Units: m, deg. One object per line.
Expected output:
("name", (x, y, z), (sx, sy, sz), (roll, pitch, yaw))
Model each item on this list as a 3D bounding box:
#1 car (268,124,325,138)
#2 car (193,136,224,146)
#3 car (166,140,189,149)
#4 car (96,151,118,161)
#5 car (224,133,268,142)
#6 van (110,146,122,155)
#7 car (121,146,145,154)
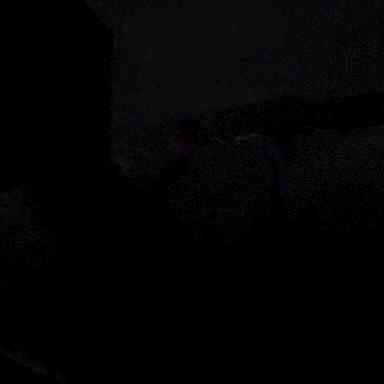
("car", (9.203, -4.910, 27.998), (2.185, 1.767, 4.553), (1, 2, -39))
("car", (2.239, -5.357, 36.720), (2.185, 1.767, 4.553), (1, 2, -39))
("car", (-1.202, -5.574, 41.031), (2.185, 1.767, 4.553), (1, 2, -39))
("car", (-14.960, -6.233, 58.260), (2.002, 1.452, 4.674), (1, 2, -39))
("car", (5.773, -4.964, 32.292), (2.002, 1.452, 4.674), (1, 2, -39))
("van", (-11.434, -6.295, 53.847), (1.878, 1.987, 4.442), (1, 2, -39))
("car", (-8.076, -5.869, 49.636), (2.231, 1.521, 4.892), (1, 2, -39))
